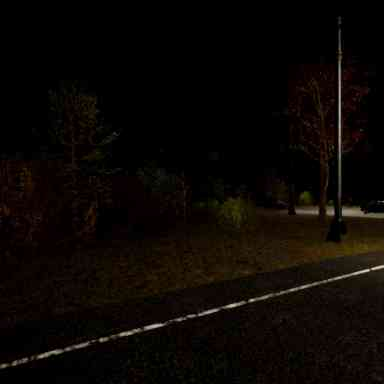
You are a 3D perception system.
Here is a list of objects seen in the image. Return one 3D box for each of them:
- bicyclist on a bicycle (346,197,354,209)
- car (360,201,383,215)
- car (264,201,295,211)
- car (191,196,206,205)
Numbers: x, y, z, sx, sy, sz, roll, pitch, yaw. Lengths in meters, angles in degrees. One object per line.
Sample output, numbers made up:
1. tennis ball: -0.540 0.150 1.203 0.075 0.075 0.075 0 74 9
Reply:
1. bicyclist on a bicycle: 22.255 1.574 46.806 1.656 1.620 0.582 0 0 -31
2. car: 20.342 1.687 35.133 2.128 1.511 4.902 -2 0 -31
3. car: 12.636 1.978 48.134 1.895 1.301 4.718 -2 0 -31
4. car: 1.397 1.872 67.237 2.150 2.045 5.566 -2 0 -30
